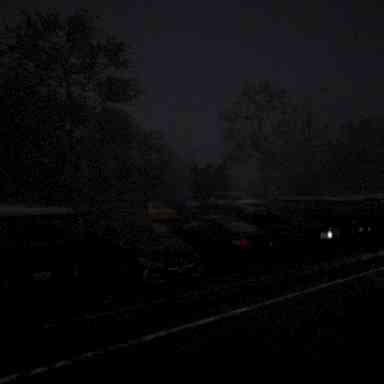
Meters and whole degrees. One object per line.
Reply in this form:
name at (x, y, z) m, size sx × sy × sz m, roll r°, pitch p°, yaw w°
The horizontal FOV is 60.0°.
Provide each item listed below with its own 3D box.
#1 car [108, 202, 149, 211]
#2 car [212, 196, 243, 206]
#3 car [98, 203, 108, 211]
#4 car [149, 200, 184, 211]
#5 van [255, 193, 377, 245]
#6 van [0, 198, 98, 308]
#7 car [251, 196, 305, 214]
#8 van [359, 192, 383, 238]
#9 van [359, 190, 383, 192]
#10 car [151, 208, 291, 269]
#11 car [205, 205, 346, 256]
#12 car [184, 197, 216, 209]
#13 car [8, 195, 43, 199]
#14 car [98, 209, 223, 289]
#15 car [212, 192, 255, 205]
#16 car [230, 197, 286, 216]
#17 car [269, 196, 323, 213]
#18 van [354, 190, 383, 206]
car at (-5.211, 1.469, 22.887) m, size 2.163 × 1.488 × 4.792 m, roll -1°, pitch 0°, yaw -36°
car at (1.547, 1.341, 27.750) m, size 2.231 × 1.521 × 4.892 m, roll -1°, pitch 1°, yaw -36°
car at (-7.509, 1.492, 21.315) m, size 2.163 × 1.488 × 4.792 m, roll -1°, pitch 0°, yaw -36°
car at (-3.082, 1.404, 24.673) m, size 1.946 × 1.575 × 5.366 m, roll -1°, pitch 0°, yaw -36°
van at (5.138, 1.171, 14.388) m, size 1.878 × 1.987 × 4.442 m, roll -1°, pitch 0°, yaw -36°
van at (-3.987, 1.274, 7.860) m, size 1.878 × 1.987 × 4.442 m, roll -1°, pitch 0°, yaw -36°
car at (8.311, 1.228, 32.603) m, size 2.097 × 1.535 × 5.008 m, roll -1°, pitch 1°, yaw -36°
van at (7.552, 1.138, 15.828) m, size 1.878 × 1.987 × 4.442 m, roll -1°, pitch 1°, yaw -36°
van at (11.979, 1.064, 19.282) m, size 1.878 × 1.987 × 4.442 m, roll -1°, pitch 1°, yaw -36°
car at (0.647, 1.496, 11.028) m, size 2.002 × 1.452 × 4.674 m, roll -1°, pitch 0°, yaw -36°
car at (2.912, 1.459, 12.688) m, size 2.163 × 1.488 × 4.792 m, roll -1°, pitch 0°, yaw -36°
car at (-0.713, 1.375, 26.134) m, size 2.097 × 1.535 × 5.008 m, roll -1°, pitch 0°, yaw -36°
car at (-9.734, 1.234, 19.652) m, size 2.435 × 2.045 × 5.566 m, roll -1°, pitch 0°, yaw -36°
car at (-1.638, 1.479, 9.405) m, size 2.231 × 1.521 × 4.892 m, roll -1°, pitch 0°, yaw -36°
car at (3.813, 1.051, 29.343) m, size 2.435 × 2.045 × 5.566 m, roll -1°, pitch 1°, yaw -36°
car at (6.054, 1.265, 30.988) m, size 2.097 × 1.535 × 5.008 m, roll -1°, pitch 1°, yaw -36°
car at (10.568, 1.192, 34.219) m, size 2.231 × 1.521 × 4.892 m, roll -1°, pitch 1°, yaw -36°
van at (24.044, 0.742, 43.994) m, size 1.878 × 1.987 × 4.442 m, roll -1°, pitch 1°, yaw -36°
